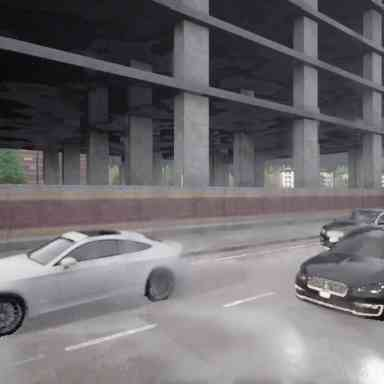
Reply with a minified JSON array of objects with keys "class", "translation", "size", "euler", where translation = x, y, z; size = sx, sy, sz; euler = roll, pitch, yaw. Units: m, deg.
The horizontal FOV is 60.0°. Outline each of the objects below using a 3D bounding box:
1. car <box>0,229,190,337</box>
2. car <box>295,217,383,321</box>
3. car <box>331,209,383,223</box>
[{"class":"car","translation":[-2.196,1.526,6.750],"size":[4.674,1.442,1.812],"euler":[0,0,-36]},{"class":"car","translation":[4.225,1.505,7.150],"size":[4.892,1.490,1.837],"euler":[0,0,-37]},{"class":"car","translation":[7.237,1.491,13.746],"size":[4.902,1.511,2.128],"euler":[0,0,-37]}]
